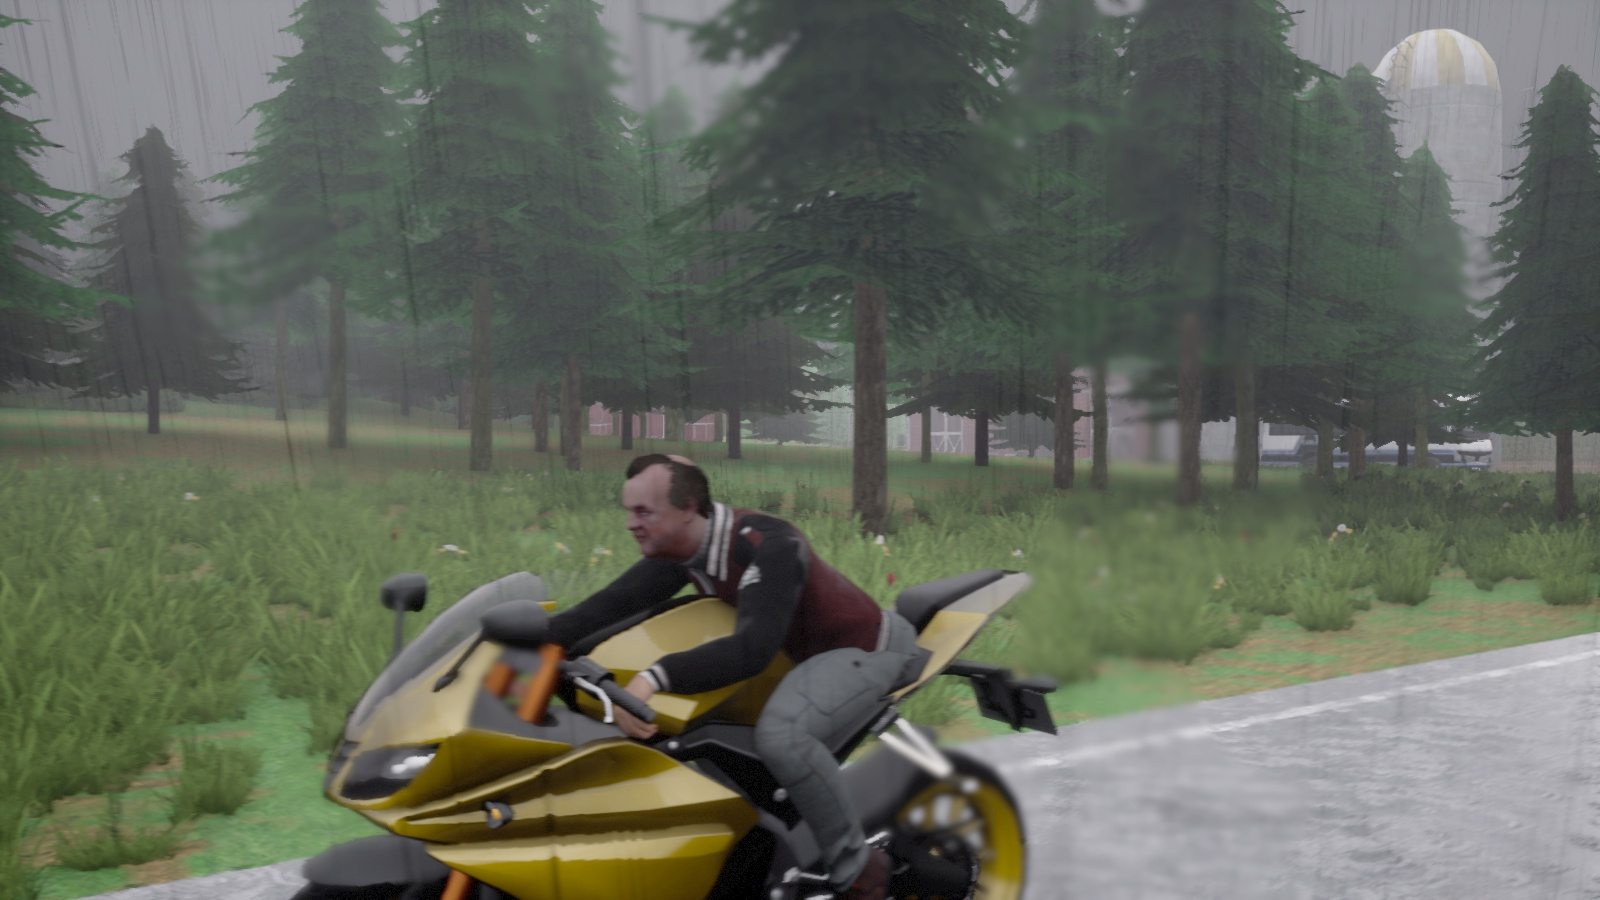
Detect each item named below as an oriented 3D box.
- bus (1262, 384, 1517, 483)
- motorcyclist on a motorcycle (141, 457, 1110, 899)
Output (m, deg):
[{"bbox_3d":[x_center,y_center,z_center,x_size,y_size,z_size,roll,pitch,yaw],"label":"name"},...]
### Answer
[{"bbox_3d":[27.429,-0.684,59.074,3.944,4.253,10.273,0,0,-34],"label":"bus"},{"bbox_3d":[-0.322,0.788,3.071,2.191,1.530,0.866,0,0,-35],"label":"motorcyclist on a motorcycle"}]
